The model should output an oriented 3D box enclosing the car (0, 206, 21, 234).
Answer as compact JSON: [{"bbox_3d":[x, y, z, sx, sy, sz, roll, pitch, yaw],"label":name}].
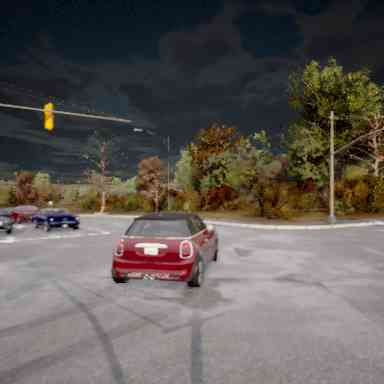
[{"bbox_3d":[-11.500,1.591,18.953,2.128,1.511,4.902,0,-1,-36],"label":"car"}]

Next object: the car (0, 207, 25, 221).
[{"bbox_3d":[-19.930,2.403,36.490,2.033,1.411,5.357,0,-3,-36],"label":"car"}]

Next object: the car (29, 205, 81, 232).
[{"bbox_3d":[-8.591,1.694,20.913,1.895,1.301,4.718,0,-1,-36],"label":"car"}]

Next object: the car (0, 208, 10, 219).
[{"bbox_3d":[-25.771,2.923,44.593,1.994,1.385,4.181,0,-3,-35],"label":"car"}]

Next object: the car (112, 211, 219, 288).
[{"bbox_3d":[-0.489,1.336,9.501,2.097,1.767,4.553,0,0,11],"label":"car"}]

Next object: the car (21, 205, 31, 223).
[{"bbox_3d":[-14.136,1.864,28.525,1.882,1.535,5.008,0,-2,-36],"label":"car"}]
